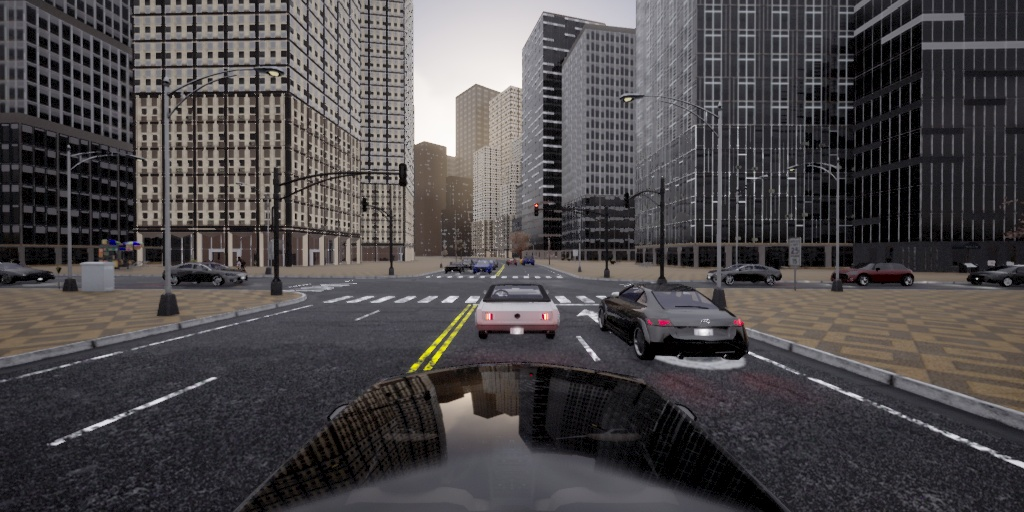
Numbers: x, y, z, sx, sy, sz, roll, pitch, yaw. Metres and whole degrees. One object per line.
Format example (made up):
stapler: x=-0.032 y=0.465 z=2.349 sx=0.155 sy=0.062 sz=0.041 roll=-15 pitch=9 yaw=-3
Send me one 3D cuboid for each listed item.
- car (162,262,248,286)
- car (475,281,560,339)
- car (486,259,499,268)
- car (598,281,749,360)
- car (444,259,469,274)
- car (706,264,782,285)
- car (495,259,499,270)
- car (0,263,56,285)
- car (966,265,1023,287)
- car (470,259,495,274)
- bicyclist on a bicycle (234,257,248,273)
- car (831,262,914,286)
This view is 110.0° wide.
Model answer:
car: x=-20.173 y=1.156 z=23.686 sx=4.902 sy=1.511 sz=2.128 roll=0 pitch=0 yaw=2
car: x=0.117 y=1.348 z=10.044 sx=1.895 sy=1.301 sz=4.718 roll=0 pitch=0 yaw=0
car: x=-3.223 y=1.231 z=60.380 sx=2.033 sy=1.411 sz=5.357 roll=0 pitch=0 yaw=0
car: x=3.369 y=1.312 z=8.325 sx=1.994 sy=1.385 sz=4.181 roll=0 pitch=0 yaw=0
car: x=-6.515 y=1.321 z=41.333 sx=1.895 sy=1.301 sz=4.718 roll=0 pitch=0 yaw=0
car: x=16.869 y=1.302 z=26.164 sx=4.902 sy=1.511 sz=2.128 roll=0 pitch=0 yaw=1
car: x=-3.243 y=1.230 z=50.001 sx=1.812 sy=1.442 sz=4.674 roll=0 pitch=0 yaw=0
car: x=-34.223 y=1.146 z=24.065 sx=5.357 sy=1.411 sz=2.033 roll=0 pitch=0 yaw=2
car: x=35.852 y=1.402 z=25.716 sx=4.892 sy=1.490 sz=1.837 roll=0 pitch=0 yaw=1
car: x=-3.265 y=1.199 z=40.658 sx=1.882 sy=1.535 sz=5.008 roll=0 pitch=0 yaw=0
bicyclist on a bicycle: x=-24.640 y=0.872 z=32.541 sx=0.582 sy=1.620 sz=1.656 roll=0 pitch=1 yaw=2
car: x=25.951 y=1.204 z=25.950 sx=4.553 sy=1.767 sz=2.097 roll=0 pitch=0 yaw=1
